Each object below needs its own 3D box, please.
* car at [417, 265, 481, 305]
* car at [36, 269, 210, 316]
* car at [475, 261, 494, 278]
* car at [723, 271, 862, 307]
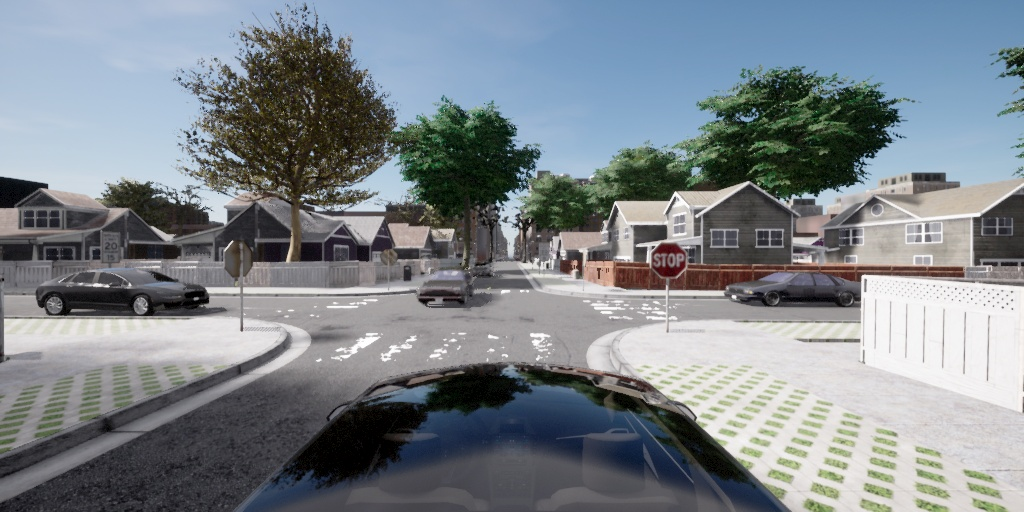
[{"bbox_3d":[-2.761,1.293,16.220,2.033,1.411,5.357,0,0,0],"label":"car"},{"bbox_3d":[-13.174,1.193,12.289,4.892,1.490,1.837,0,0,2],"label":"car"},{"bbox_3d":[-2.781,1.295,34.061,1.837,1.490,4.892,0,0,0],"label":"car"},{"bbox_3d":[12.154,1.372,15.323,5.357,1.411,2.033,0,0,0],"label":"car"}]
